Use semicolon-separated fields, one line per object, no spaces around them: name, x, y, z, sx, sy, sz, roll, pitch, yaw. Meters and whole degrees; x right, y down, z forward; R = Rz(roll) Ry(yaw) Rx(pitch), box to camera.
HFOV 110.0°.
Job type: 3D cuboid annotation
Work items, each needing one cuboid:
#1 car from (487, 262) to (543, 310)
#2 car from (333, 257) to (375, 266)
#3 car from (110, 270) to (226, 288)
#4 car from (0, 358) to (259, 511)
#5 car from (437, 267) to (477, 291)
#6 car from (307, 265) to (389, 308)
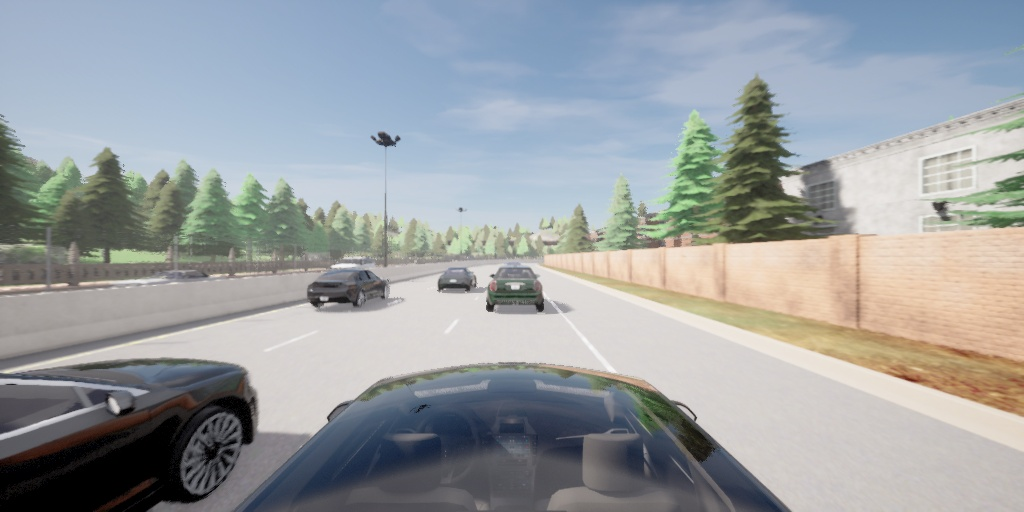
car;0.118;1.160;15.057;2.097;1.767;4.553;0;0;0
car;-14.006;1.090;31.872;2.150;2.045;5.566;0;-1;1
car;-17.565;1.406;18.608;1.895;1.301;4.718;0;0;0
car;-3.401;1.238;1.535;2.128;1.511;4.902;0;0;0
car;-3.372;1.402;22.572;1.994;1.385;4.181;0;0;0
car;-6.883;1.309;15.571;1.837;1.490;4.892;0;0;0
